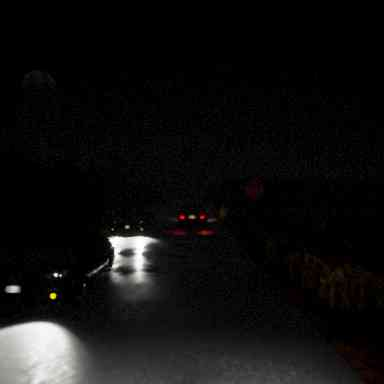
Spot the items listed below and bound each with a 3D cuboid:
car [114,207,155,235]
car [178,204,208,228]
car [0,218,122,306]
[{"bbox_3d":[-3.172,1.510,18.304,1.994,1.385,4.181,0,0,0],"label":"car"},{"bbox_3d":[0.065,1.467,21.514,2.033,1.411,5.357,0,0,1],"label":"car"},{"bbox_3d":[-3.206,1.557,7.968,1.994,1.385,4.181,0,0,0],"label":"car"}]
